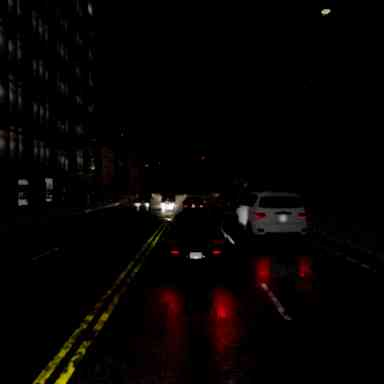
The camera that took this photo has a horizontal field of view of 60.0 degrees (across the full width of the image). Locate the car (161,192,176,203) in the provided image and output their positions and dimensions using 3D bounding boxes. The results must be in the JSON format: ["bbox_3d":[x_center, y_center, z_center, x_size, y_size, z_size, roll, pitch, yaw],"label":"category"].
[{"bbox_3d":[-3.248,0.698,46.611,2.128,1.511,4.902,0,1,0],"label":"car"}]

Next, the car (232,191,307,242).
[{"bbox_3d":[3.352,0.966,14.930,2.150,2.045,5.566,0,1,0],"label":"car"}]

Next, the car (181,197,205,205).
[{"bbox_3d":[0.104,1.076,27.459,2.033,1.411,5.357,0,1,0],"label":"car"}]

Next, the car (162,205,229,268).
[{"bbox_3d":[0.099,1.344,10.453,1.812,1.442,4.674,0,1,0],"label":"car"}]

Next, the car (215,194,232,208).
[{"bbox_3d":[3.354,0.918,32.694,1.882,1.535,5.008,0,1,0],"label":"car"}]

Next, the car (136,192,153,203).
[{"bbox_3d":[-6.500,0.755,46.390,2.033,1.411,5.357,0,1,0],"label":"car"}]
